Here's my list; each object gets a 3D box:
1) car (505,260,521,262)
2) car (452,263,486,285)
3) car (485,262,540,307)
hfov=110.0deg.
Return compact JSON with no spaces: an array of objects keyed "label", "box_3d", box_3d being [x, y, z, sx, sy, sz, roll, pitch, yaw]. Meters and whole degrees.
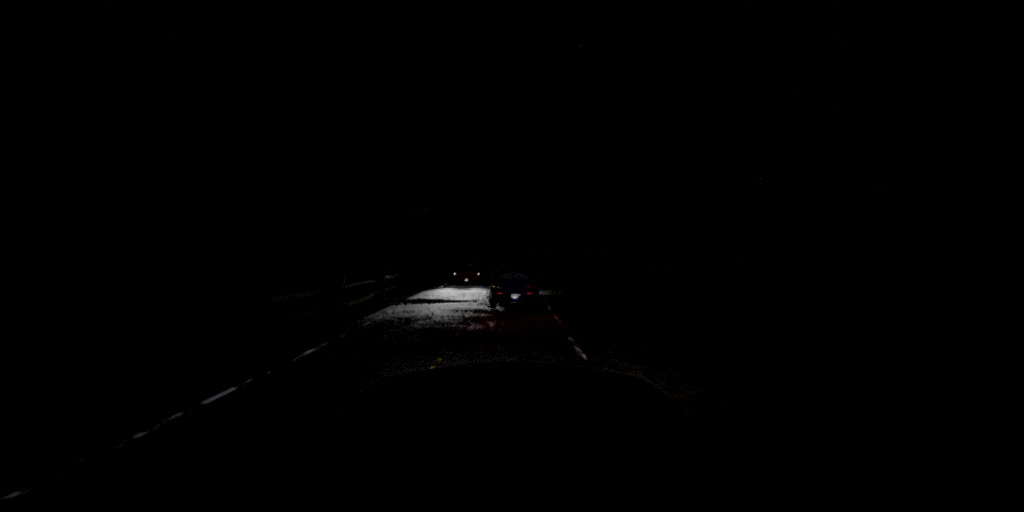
[{"label":"car","box_3d":[0.090,1.036,32.726,1.895,1.301,4.718,0,1,0]},{"label":"car","box_3d":[-2.751,1.131,23.899,1.895,1.301,4.718,0,1,0]},{"label":"car","box_3d":[0.097,1.151,14.463,1.812,1.442,4.674,0,1,0]}]
